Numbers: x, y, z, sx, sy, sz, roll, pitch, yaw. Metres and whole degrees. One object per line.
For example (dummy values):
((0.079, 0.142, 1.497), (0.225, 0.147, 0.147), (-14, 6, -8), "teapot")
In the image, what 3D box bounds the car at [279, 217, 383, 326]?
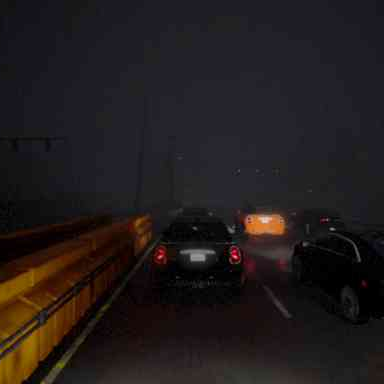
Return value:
((3.625, 1.545, 7.141), (2.128, 1.511, 4.902), (0, 0, 0), "car")

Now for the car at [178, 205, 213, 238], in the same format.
((0.174, 1.652, 19.913), (1.837, 1.490, 4.892), (0, 0, 0), "car")

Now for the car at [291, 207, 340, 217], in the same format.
((7.172, 1.649, 19.444), (1.837, 1.490, 4.892), (0, 0, 0), "car")

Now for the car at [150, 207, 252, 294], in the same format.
((0.132, 1.418, 9.113), (2.097, 1.767, 4.553), (0, -1, 0), "car")

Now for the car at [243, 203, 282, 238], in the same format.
((3.671, 1.488, 18.704), (2.097, 1.767, 4.553), (0, -1, 0), "car")
